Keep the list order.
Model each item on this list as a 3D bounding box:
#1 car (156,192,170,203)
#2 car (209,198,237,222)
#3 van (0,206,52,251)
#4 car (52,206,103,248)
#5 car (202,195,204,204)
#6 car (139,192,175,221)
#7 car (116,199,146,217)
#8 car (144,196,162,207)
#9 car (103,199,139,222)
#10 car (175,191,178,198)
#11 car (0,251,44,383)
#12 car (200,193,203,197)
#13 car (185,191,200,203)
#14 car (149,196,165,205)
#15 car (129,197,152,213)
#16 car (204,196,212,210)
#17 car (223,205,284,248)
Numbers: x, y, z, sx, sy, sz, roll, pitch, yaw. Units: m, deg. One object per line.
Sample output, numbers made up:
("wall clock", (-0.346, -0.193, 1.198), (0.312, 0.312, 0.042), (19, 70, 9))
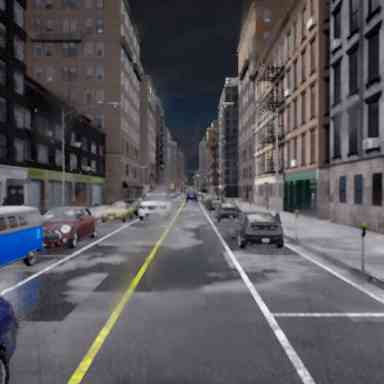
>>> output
("car", (-5.449, 0.972, 62.748), (2.192, 1.841, 5.009), (0, 0, 0))
("car", (2.613, 1.420, 24.860), (2.008, 1.369, 4.403), (0, 0, 0))
("van", (-5.397, 1.296, 8.622), (1.690, 1.788, 3.998), (0, 0, 0))
("car", (-5.402, 1.366, 14.035), (1.967, 1.590, 4.097), (0, 0, 0))
("car", (2.597, 1.349, 41.097), (1.947, 1.339, 4.313), (0, 0, 0))
("car", (-2.804, 1.085, 26.349), (2.150, 2.045, 5.566), (0, 0, 0))
("car", (-5.418, 1.407, 30.274), (1.947, 1.339, 4.313), (0, 0, 0))
("car", (-5.433, 1.303, 46.512), (2.008, 1.369, 4.403), (0, 0, 0))
("car", (-5.412, 1.396, 24.691), (1.752, 1.417, 4.829), (0, 0, 0))
("car", (-5.474, 1.052, 89.212), (2.008, 1.369, 4.403), (0, 0, 0))
("car", (-2.843, 1.515, 1.925), (1.812, 1.442, 4.674), (0, 0, 0))
("car", (2.587, 1.245, 52.093), (1.752, 1.417, 4.829), (0, 0, 0))
("car", (-0.060, 0.883, 61.638), (2.150, 2.045, 5.566), (0, 0, 0))
("car", (-5.438, 1.272, 51.925), (2.008, 1.369, 4.403), (0, 0, 0))
("car", (-5.423, 1.338, 35.516), (1.752, 1.417, 4.829), (0, 0, 0))
("car", (2.602, 1.378, 35.685), (1.947, 1.339, 4.313), (0, 0, 0))
("car", (2.623, 1.477, 14.035), (2.008, 1.369, 4.403), (0, 0, 0))
